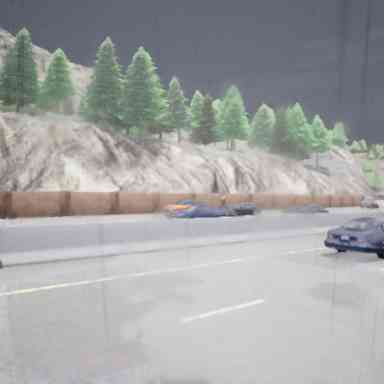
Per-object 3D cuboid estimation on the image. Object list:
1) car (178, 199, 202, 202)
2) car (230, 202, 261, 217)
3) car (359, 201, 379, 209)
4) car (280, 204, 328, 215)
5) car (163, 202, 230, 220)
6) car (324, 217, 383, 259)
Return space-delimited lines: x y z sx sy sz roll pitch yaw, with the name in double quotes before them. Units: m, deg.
"car" -0.698 1.570 33.487 4.553 1.767 2.097 1 0 -35
"car" 4.757 1.763 33.075 4.902 1.511 2.128 1 0 -36
"car" 30.571 2.221 57.334 4.674 1.442 1.812 1 0 -41
"car" 9.388 1.774 27.783 4.902 1.511 2.128 1 0 -36
"car" 0.352 1.701 25.642 4.674 1.442 1.812 1 -1 -35
"car" 7.516 1.713 13.327 5.357 1.411 2.033 1 0 -35
